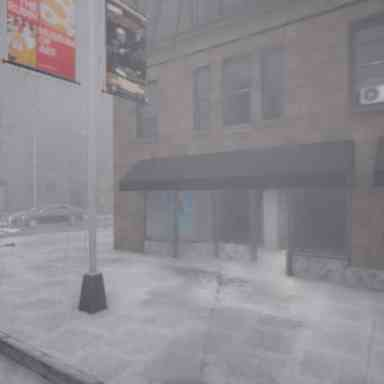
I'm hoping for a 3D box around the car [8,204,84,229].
[{"bbox_3d":[-9.670,1.569,22.367,2.128,1.511,4.902,-1,-1,37],"label":"car"}]
